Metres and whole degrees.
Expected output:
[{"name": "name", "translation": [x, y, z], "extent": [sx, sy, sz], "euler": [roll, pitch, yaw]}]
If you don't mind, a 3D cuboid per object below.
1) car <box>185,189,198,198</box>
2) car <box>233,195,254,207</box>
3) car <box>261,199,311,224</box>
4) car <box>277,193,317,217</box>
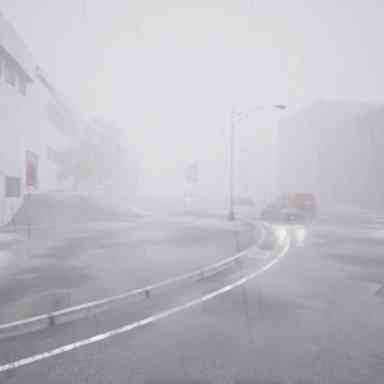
[{"name": "car", "translation": [-0.154, 0.235, 64.512], "extent": [1.882, 1.535, 5.008], "euler": [1, 4, -9]}, {"name": "car", "translation": [6.736, 1.163, 44.618], "extent": [1.882, 1.535, 5.008], "euler": [1, 1, -9]}, {"name": "car", "translation": [6.201, 1.420, 23.008], "extent": [1.994, 1.385, 4.181], "euler": [1, 0, -5]}, {"name": "car", "translation": [9.073, 1.081, 29.839], "extent": [2.150, 2.045, 5.566], "euler": [1, 0, -8]}]
